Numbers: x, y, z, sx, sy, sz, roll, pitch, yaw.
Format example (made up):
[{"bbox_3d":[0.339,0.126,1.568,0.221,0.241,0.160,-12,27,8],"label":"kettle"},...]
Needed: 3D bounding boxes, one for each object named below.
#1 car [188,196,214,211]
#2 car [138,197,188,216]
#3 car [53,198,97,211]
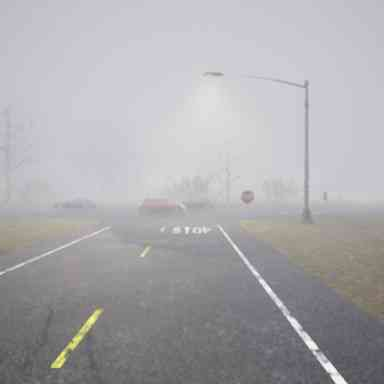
[{"bbox_3d":[0.214,1.301,39.068,4.553,1.767,2.097,0,0,-1],"label":"car"},{"bbox_3d":[-2.861,1.321,31.990,4.553,1.767,2.097,0,0,-1],"label":"car"},{"bbox_3d":[-13.608,1.405,38.715,4.902,1.511,2.128,0,0,-2],"label":"car"}]
